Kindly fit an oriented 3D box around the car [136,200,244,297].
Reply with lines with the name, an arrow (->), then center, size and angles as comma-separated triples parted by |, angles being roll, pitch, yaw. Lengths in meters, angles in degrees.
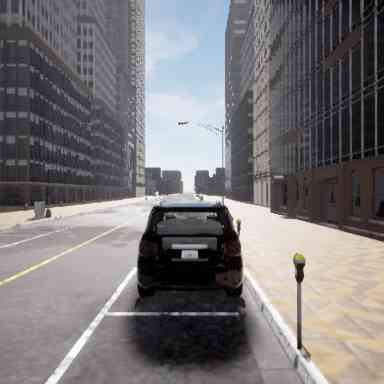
car -> -0.039, 1.218, 8.679 | 2.150, 2.045, 5.566 | 0, 0, 0
